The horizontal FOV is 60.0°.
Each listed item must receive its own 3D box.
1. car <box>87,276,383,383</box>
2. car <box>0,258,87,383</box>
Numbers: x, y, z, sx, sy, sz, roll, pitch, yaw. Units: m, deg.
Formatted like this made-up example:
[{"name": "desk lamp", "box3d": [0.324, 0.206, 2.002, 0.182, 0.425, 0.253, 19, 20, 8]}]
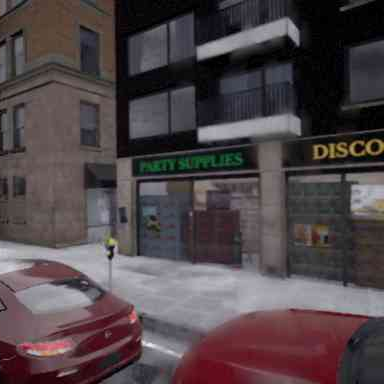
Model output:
[{"name": "car", "box3d": [2.077, 1.307, 1.377, 5.009, 1.841, 2.192, -1, -1, 36]}, {"name": "car", "box3d": [-2.540, 1.619, 4.668, 4.206, 1.307, 1.802, -1, -1, 36]}]
